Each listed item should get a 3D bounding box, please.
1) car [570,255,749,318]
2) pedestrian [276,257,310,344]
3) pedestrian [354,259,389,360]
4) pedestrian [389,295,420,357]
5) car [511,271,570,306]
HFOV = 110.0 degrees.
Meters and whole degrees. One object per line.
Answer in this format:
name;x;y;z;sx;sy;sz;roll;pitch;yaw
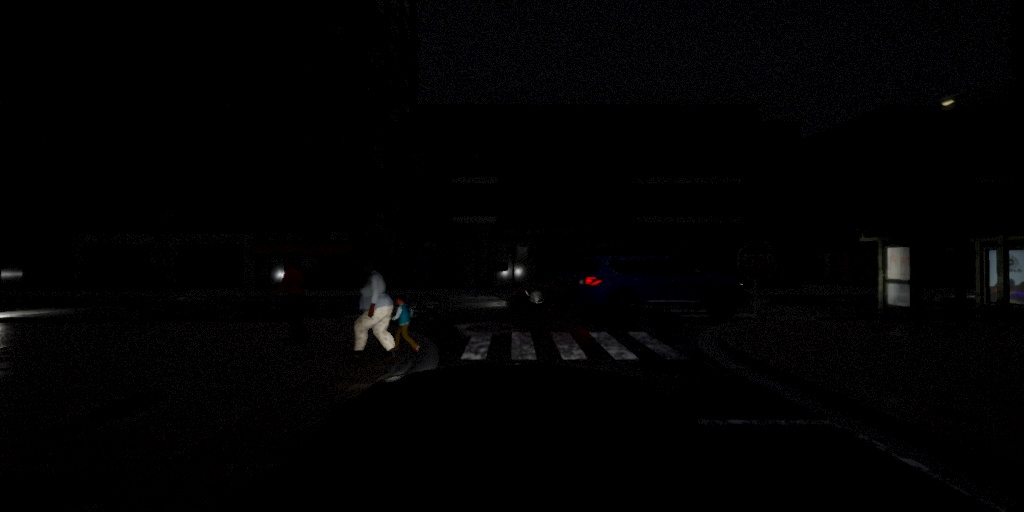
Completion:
car;5.109;0.994;12.596;5.566;2.045;2.150;0;-1;0
pedestrian;-4.632;0.901;7.587;0.375;1.860;0.375;0;-1;0
pedestrian;-2.489;0.911;6.367;0.375;1.860;0.375;0;-1;0
pedestrian;-2.090;1.294;6.990;0.500;1.100;0.500;0;-1;0
car;2.654;1.353;15.543;5.357;1.411;2.033;0;-1;0
